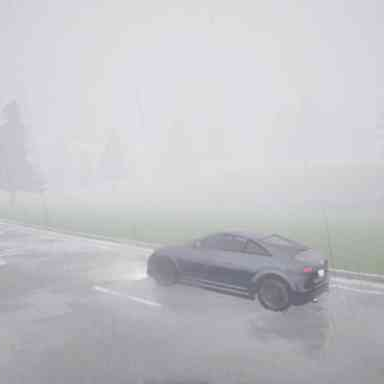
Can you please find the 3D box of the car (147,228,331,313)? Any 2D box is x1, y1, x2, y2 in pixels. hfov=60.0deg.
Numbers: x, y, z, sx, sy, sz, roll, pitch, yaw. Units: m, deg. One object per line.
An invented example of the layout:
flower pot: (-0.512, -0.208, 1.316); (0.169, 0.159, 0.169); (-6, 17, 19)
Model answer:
car: (0.948, 1.542, 7.732); (4.181, 1.385, 1.994); (0, 0, 37)
